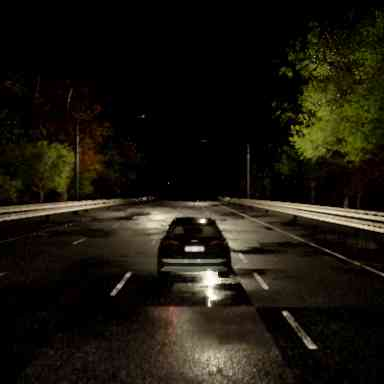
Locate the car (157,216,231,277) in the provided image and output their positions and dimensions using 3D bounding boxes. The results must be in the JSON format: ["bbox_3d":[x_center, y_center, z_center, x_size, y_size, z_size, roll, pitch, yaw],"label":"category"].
[{"bbox_3d":[0.042,1.548,10.328,2.033,1.649,4.856,0,-2,0],"label":"car"}]
